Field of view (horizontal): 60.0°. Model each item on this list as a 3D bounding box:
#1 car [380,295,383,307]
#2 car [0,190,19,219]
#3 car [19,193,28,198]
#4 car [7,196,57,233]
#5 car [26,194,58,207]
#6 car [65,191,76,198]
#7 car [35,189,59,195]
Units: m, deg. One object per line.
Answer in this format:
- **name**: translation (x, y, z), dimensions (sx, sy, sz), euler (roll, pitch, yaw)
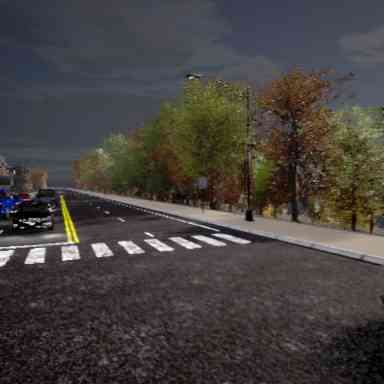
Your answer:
- **car**: translation (4.691, 1.380, 3.080), dimensions (2.033, 1.411, 5.357), euler (-2, 1, -22)
- **car**: translation (-14.904, 0.913, 25.232), dimensions (2.150, 2.045, 5.566), euler (-2, 1, -22)
- **car**: translation (-18.711, 1.071, 34.769), dimensions (1.812, 1.442, 4.674), euler (-2, 1, -22)
- **car**: translation (-8.566, 1.238, 18.197), dimensions (1.837, 1.490, 4.892), euler (-2, 1, -22)
- **car**: translation (-12.254, 1.157, 27.400), dimensions (1.994, 1.385, 4.181), euler (-2, 1, -21)
- **car**: translation (-23.681, 0.497, 65.041), dimensions (2.033, 1.411, 5.357), euler (-2, 1, -22)
- **car**: translation (-16.233, 0.663, 37.300), dimensions (2.150, 2.045, 5.566), euler (-2, 1, -22)
